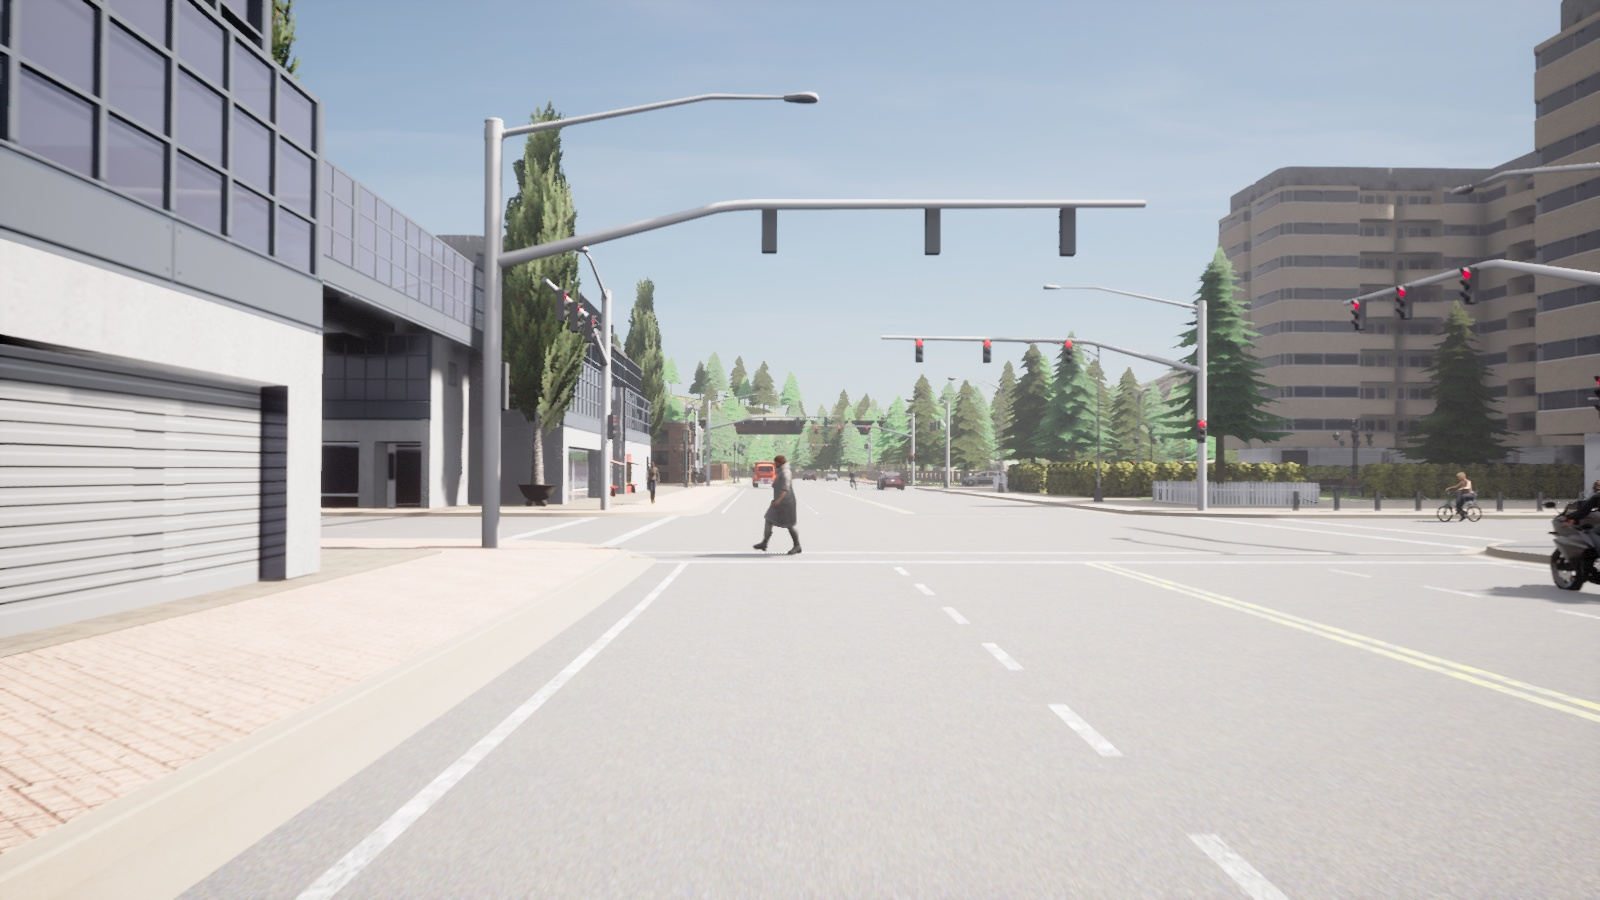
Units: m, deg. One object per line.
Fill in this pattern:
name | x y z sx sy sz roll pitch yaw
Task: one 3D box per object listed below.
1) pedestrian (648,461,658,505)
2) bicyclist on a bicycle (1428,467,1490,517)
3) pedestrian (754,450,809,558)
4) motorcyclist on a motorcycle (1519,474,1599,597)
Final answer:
pedestrian | -6.064 1.367 51.928 0.328 1.805 0.869 0 -1 -2
bicyclist on a bicycle | 21.316 1.346 40.643 1.509 1.612 0.866 0 -1 -2
pedestrian | -0.354 0.983 23.210 0.873 1.952 0.659 0 -1 -15
motorcyclist on a motorcycle | 10.416 1.081 16.293 0.866 1.530 2.191 0 -1 -1
